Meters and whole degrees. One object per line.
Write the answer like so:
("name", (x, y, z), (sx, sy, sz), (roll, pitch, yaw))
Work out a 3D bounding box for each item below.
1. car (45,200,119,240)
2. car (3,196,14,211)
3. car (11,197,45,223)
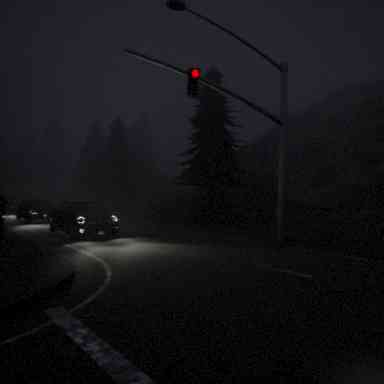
("car", (-5.391, 1.213, 16.452), (2.097, 1.767, 4.553), (0, 0, -39))
("car", (-17.545, 1.151, 31.657), (2.128, 1.511, 4.902), (0, 0, -39))
("car", (-11.041, 1.272, 23.499), (1.837, 1.490, 4.892), (0, 0, -39))
